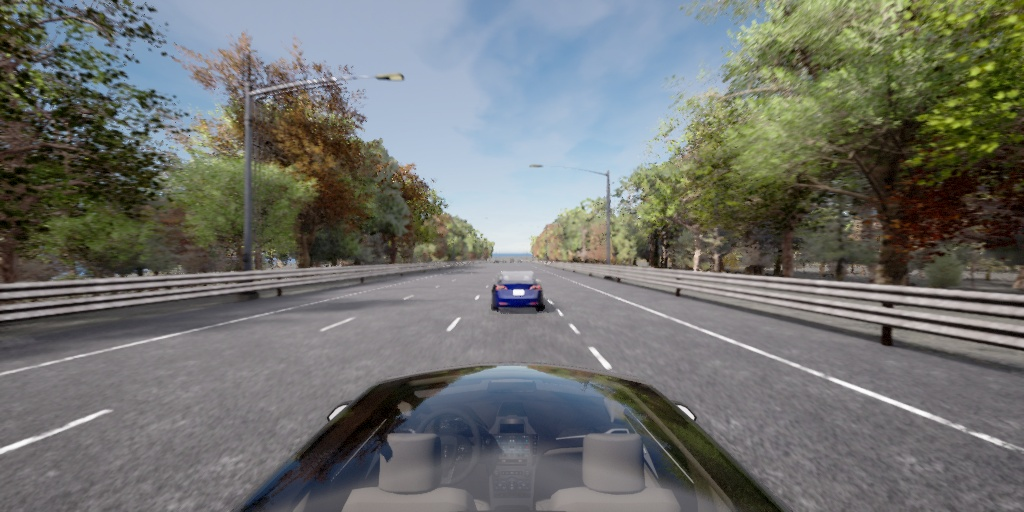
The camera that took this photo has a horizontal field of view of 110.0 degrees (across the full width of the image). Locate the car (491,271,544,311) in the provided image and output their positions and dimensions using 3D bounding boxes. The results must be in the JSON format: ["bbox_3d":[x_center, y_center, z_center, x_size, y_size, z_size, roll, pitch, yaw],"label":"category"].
[{"bbox_3d":[0.193,1.348,14.970,2.163,1.488,4.792,0,0,-1],"label":"car"}]
